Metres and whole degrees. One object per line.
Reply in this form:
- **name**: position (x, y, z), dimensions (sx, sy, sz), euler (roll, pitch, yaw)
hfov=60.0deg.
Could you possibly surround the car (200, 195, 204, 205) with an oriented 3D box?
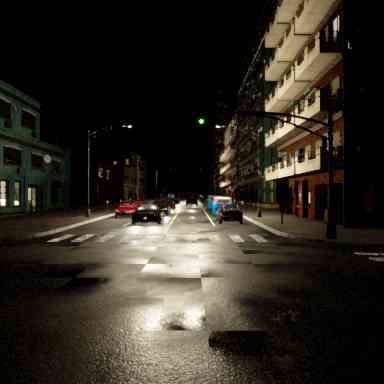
- **car**: position (2.672, 1.506, 52.408), dimensions (1.752, 1.417, 4.829), euler (1, 0, 0)

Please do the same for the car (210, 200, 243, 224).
- **car**: position (2.688, 1.547, 24.335), dimensions (2.008, 1.369, 4.403), euler (1, 0, 0)

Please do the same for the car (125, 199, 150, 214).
- **car**: position (-5.699, 1.536, 35.456), dimensions (1.887, 1.381, 4.507), euler (1, 0, 0)

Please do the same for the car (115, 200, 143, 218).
- **car**: position (-5.697, 1.576, 29.875), dimensions (1.802, 1.307, 4.206), euler (1, 0, 0)

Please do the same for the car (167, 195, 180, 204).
- **car**: position (-3.033, 1.576, 58.370), dimensions (1.895, 1.301, 4.718), euler (0, 0, 0)

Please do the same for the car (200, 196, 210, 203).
- **car**: position (2.663, 1.527, 68.981), dimensions (1.947, 1.339, 4.313), euler (1, 0, 0)

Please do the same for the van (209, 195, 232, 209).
- **van**: position (2.687, 1.335, 29.915), dimensions (1.690, 1.788, 3.998), euler (1, 0, 0)

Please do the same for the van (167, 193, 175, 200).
- **van**: position (-5.726, 1.269, 91.257), dimensions (1.690, 1.788, 3.998), euler (1, 0, 0)

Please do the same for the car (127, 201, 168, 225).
- **car**: position (-3.103, 1.561, 24.104), dimensions (1.994, 1.385, 4.181), euler (0, 0, 0)

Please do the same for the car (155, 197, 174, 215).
- **car**: position (-3.112, 1.519, 32.576), dimensions (1.812, 1.442, 4.674), euler (0, 0, 0)

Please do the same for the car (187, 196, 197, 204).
- **car**: position (-0.038, 1.493, 64.241), dimensions (1.812, 1.442, 4.674), euler (0, 0, 0)

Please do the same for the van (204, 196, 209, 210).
- **van**: position (2.681, 1.330, 41.077), dimensions (1.690, 1.788, 3.998), euler (1, 0, 0)

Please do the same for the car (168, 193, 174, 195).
- **car**: position (-5.726, 1.503, 85.677), dimensions (1.947, 1.339, 4.313), euler (1, 0, 0)

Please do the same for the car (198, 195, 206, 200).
- **car**: position (2.651, 1.478, 91.304), dimensions (2.008, 1.369, 4.403), euler (1, 0, 0)

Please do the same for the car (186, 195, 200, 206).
- **car**: position (-0.031, 1.456, 53.818), dimensions (1.882, 1.535, 5.008), euler (0, 0, 0)

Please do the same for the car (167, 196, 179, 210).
- **car**: position (-3.115, 1.552, 42.488), dimensions (1.994, 1.385, 4.181), euler (0, 0, 0)

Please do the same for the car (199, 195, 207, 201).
- **car**: position (2.657, 1.490, 80.143), dimensions (1.887, 1.381, 4.507), euler (1, 0, 0)
